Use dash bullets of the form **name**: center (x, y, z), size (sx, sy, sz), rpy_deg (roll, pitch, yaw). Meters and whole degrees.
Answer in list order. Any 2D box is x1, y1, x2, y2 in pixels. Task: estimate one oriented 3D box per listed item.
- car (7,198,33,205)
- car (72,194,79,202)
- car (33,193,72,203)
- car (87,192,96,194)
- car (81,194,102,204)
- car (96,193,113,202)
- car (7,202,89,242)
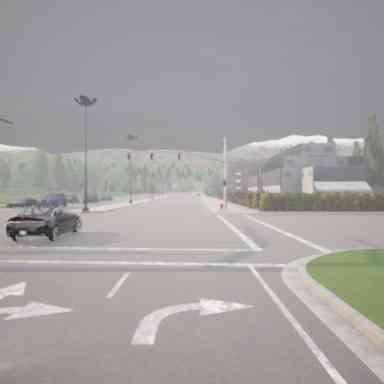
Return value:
- **car**: center (-22.086, 1.433, 43.942), size (2.033, 1.411, 5.357), rpy_deg (0, 0, 3)
- **car**: center (-22.073, 1.195, 59.785), size (2.097, 1.767, 4.553), rpy_deg (0, 0, 0)
- **car**: center (-18.614, 1.106, 44.623), size (2.150, 2.045, 5.566), rpy_deg (0, 0, 1)
- **car**: center (-22.007, 1.038, 71.638), size (2.150, 2.045, 5.566), rpy_deg (0, 0, 0)
- **car**: center (-18.561, 1.442, 60.864), size (1.895, 1.301, 4.718), rpy_deg (0, 0, 0)
- **car**: center (-18.505, 1.352, 71.994), size (2.033, 1.411, 5.357), rpy_deg (0, 0, 0)
- **car**: center (-6.914, 1.449, 16.064), size (2.128, 1.511, 4.902), rpy_deg (0, 0, 0)
